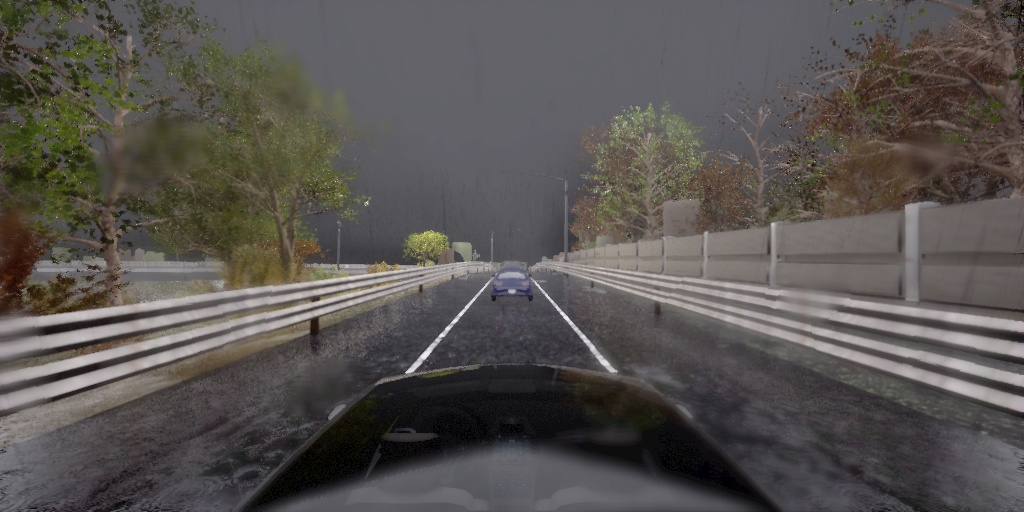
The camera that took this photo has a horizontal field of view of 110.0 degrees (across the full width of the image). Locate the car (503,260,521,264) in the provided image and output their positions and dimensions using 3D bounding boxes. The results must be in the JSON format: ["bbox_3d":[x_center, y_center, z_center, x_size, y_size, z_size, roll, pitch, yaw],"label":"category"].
[{"bbox_3d":[0.001,1.119,32.037,2.097,1.767,4.553,0,0,0],"label":"car"}]

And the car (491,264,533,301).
[{"bbox_3d":[0.000,1.283,17.032,1.812,1.442,4.674,0,0,0],"label":"car"}]
